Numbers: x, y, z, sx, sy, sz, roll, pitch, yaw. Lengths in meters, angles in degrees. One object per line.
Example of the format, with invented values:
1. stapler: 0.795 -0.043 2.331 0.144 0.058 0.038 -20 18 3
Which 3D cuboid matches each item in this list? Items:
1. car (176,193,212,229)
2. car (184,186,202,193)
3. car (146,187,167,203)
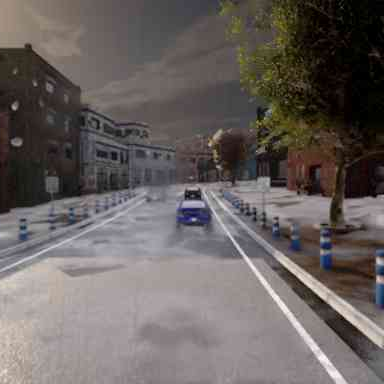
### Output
1. car: 0.096 1.116 18.991 1.882 1.535 5.008 0 2 0
2. car: 0.093 0.039 37.780 1.882 1.535 5.008 0 4 0
3. car: -3.602 0.287 34.470 2.128 1.511 4.902 0 4 0
